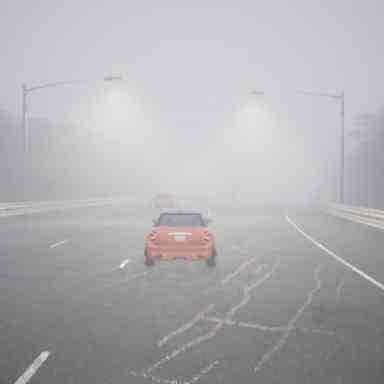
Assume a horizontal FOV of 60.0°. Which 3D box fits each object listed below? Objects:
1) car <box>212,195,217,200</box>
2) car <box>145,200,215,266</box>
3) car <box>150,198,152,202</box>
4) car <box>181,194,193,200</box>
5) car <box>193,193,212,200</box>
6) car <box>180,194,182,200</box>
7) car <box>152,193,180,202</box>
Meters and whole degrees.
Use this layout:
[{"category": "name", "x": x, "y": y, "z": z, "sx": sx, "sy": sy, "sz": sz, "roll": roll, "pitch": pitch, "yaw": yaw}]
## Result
[{"category": "car", "x": 5.635, "y": 1.427, "z": 87.642, "sx": 1.895, "sy": 1.301, "sz": 4.718, "roll": 0, "pitch": 0, "yaw": 10}, {"category": "car", "x": -0.359, "y": 1.345, "z": 11.675, "sx": 2.097, "sy": 1.767, "sz": 4.553, "roll": 0, "pitch": 0, "yaw": 0}, {"category": "car", "x": -5.614, "y": 1.391, "z": 54.141, "sx": 1.837, "sy": 1.490, "sz": 4.892, "roll": 0, "pitch": 0, "yaw": 5}, {"category": "car", "x": -0.299, "y": 1.382, "z": 71.289, "sx": 2.128, "sy": 1.511, "sz": 4.902, "roll": 0, "pitch": 0, "yaw": 7}, {"category": "car", "x": 1.966, "y": 1.250, "z": 60.243, "sx": 2.097, "sy": 1.767, "sz": 4.553, "roll": 0, "pitch": 0, "yaw": 6}, {"category": "car", "x": -1.988, "y": 1.317, "z": 84.335, "sx": 1.837, "sy": 1.490, "sz": 4.892, "roll": 0, "pitch": 0, "yaw": 9}, {"category": "car", "x": -3.112, "y": 1.144, "z": 41.147, "sx": 2.150, "sy": 2.045, "sz": 5.566, "roll": 0, "pitch": 0, "yaw": 4}]
